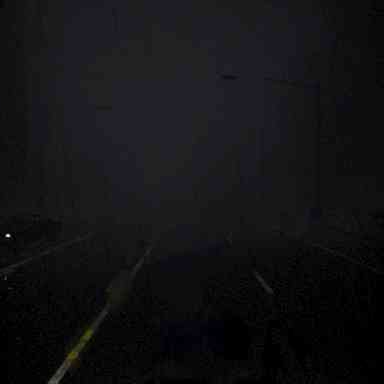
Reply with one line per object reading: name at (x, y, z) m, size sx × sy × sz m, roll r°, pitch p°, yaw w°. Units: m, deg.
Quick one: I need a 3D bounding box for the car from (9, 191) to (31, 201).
car at (-25.974, 0.528, 50.013) m, size 1.970 × 1.475 × 3.806 m, roll 0°, pitch 2°, yaw 0°

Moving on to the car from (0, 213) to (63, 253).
car at (-7.092, 1.589, 13.672) m, size 1.895 × 1.301 × 4.718 m, roll 0°, pitch 0°, yaw 0°
